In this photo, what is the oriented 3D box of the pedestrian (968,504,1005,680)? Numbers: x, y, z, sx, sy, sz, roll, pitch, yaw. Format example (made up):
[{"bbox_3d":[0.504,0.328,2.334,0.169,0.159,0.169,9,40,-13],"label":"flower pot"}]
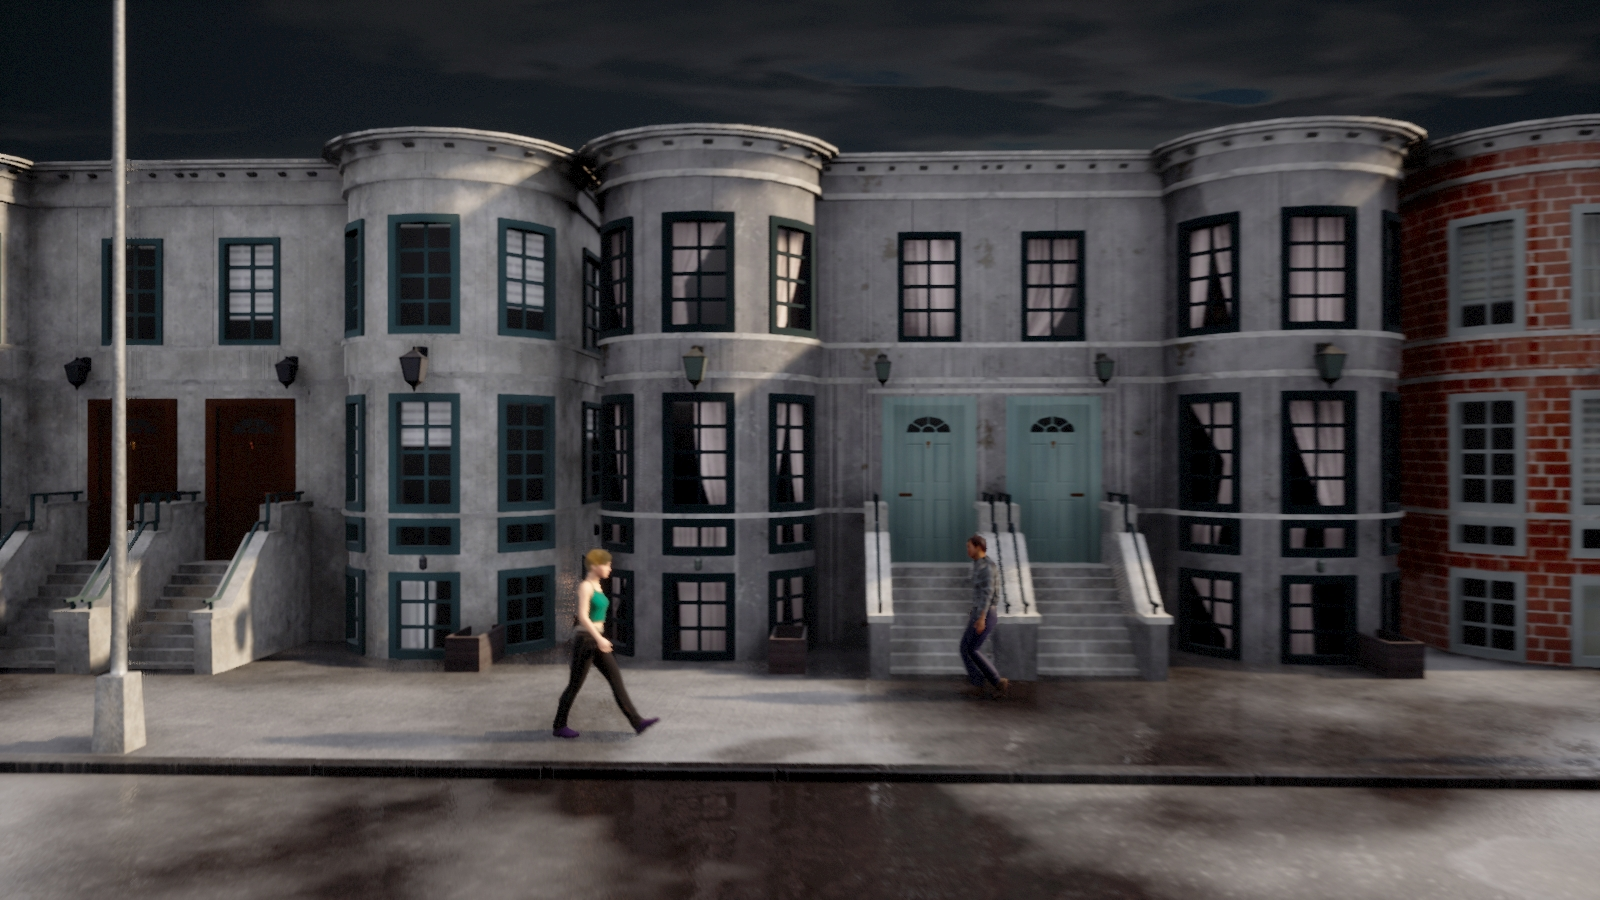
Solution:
[{"bbox_3d":[2.027,1.532,12.446,0.375,1.860,0.375,0,0,5],"label":"pedestrian"}]

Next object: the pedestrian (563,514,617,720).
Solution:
[{"bbox_3d":[-1.950,1.534,10.637,0.375,1.860,0.375,0,0,12],"label":"pedestrian"}]
